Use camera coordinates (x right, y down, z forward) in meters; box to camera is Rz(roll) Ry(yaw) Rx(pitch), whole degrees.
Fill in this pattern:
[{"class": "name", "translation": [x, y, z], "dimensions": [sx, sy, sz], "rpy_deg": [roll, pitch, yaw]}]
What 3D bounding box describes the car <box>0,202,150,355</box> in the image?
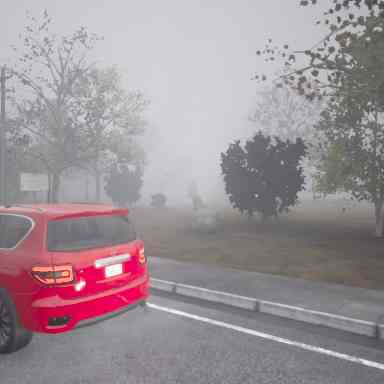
[{"class": "car", "translation": [-3.313, 1.221, 6.343], "dimensions": [5.566, 2.045, 2.150], "rpy_deg": [0, 0, 35]}]
